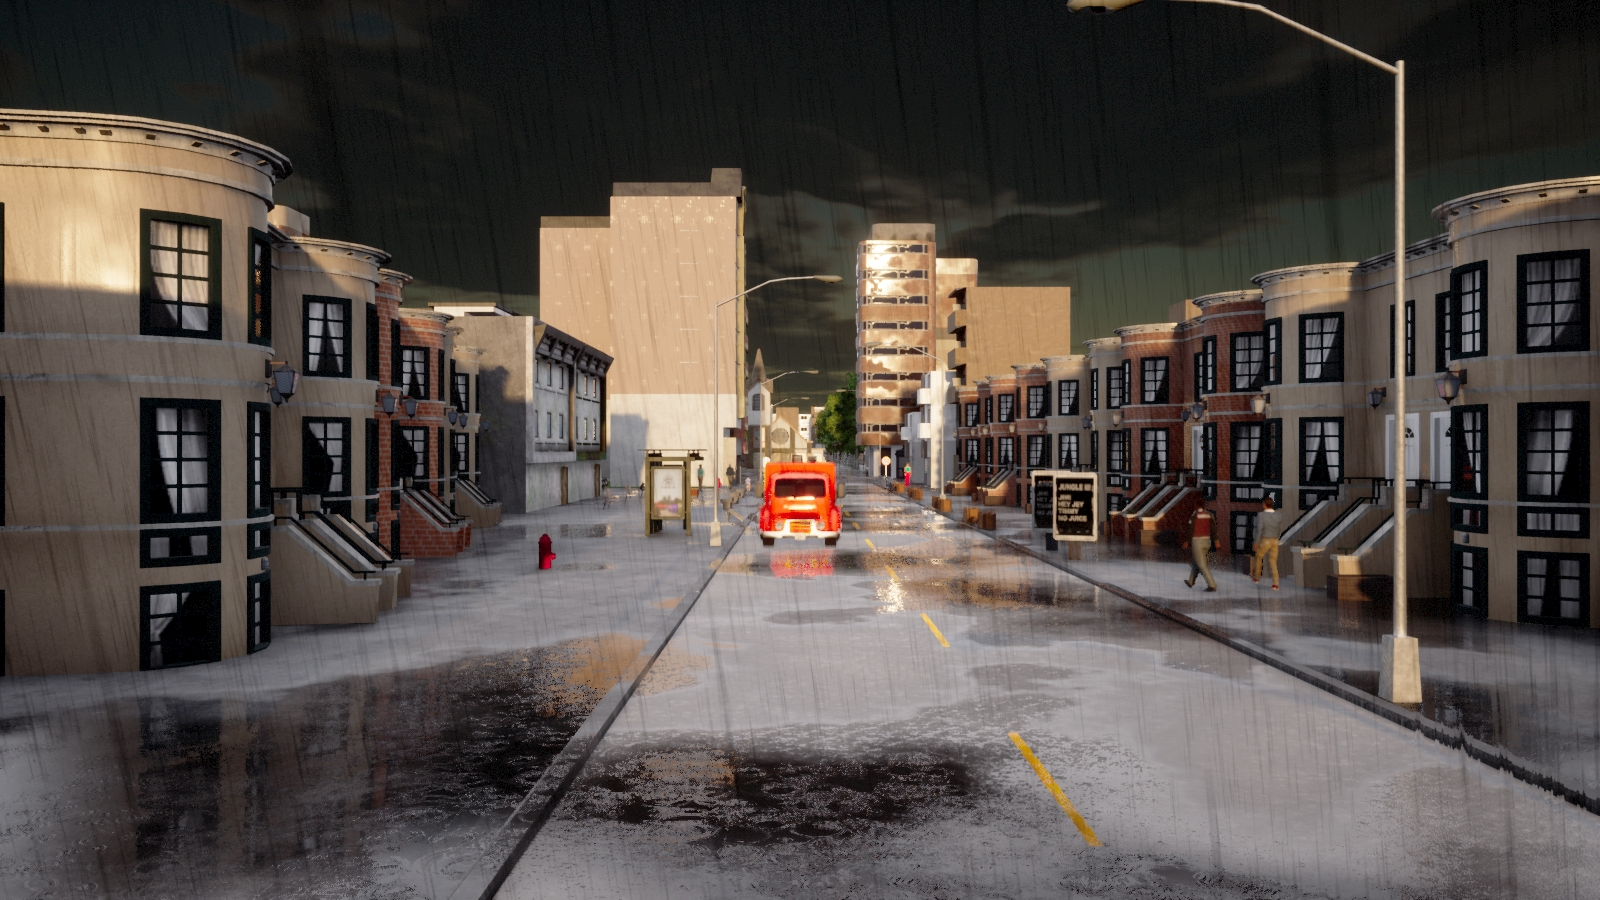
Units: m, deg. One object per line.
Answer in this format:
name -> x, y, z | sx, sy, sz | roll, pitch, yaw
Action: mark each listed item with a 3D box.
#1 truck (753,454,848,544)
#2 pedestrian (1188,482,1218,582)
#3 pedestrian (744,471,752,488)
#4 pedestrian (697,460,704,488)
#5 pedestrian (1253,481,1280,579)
truck -> 0.002, 1.364, 34.235 | 2.627, 2.467, 5.204 | 0, 0, 0
pedestrian -> 7.612, 1.533, 21.589 | 0.375, 1.860, 0.375 | 0, 0, -17
pedestrian -> -3.362, 1.935, 74.414 | 0.500, 1.100, 0.500 | 0, 0, -5
pedestrian -> -6.498, 1.557, 74.894 | 0.375, 1.860, 0.375 | 0, 0, 7
pedestrian -> 8.992, 1.534, 22.023 | 0.375, 1.860, 0.375 | 0, 0, 0
